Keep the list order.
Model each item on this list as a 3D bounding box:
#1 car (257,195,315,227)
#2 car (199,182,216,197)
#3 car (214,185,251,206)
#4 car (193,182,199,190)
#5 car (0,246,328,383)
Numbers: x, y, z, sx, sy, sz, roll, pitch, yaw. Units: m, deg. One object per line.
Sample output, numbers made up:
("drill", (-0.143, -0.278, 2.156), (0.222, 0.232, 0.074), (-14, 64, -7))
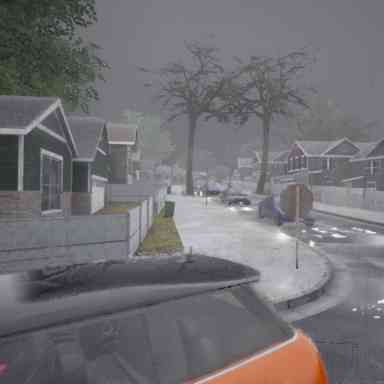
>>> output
("car", (4.906, 0.925, 17.997), (1.812, 1.442, 4.674), (1, 3, -6))
("car", (2.427, -0.261, 41.576), (1.882, 1.535, 5.008), (1, 3, -6))
("car", (3.700, 0.395, 29.434), (2.033, 1.411, 5.357), (1, 3, -6))
("car", (0.844, -0.982, 57.443), (2.128, 1.511, 4.902), (1, 2, -6))
("car", (-1.175, 1.352, 2.064), (4.553, 1.767, 2.097), (0, 0, -35))
